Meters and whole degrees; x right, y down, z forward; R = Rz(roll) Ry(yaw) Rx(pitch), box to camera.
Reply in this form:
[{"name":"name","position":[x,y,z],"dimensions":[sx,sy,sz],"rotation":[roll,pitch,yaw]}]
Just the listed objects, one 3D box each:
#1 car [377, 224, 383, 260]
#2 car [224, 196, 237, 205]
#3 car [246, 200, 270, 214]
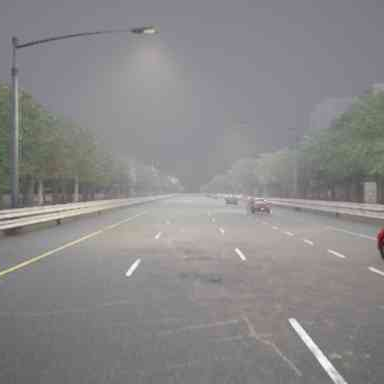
[{"name":"car","position":[7.001,1.222,8.292],"dimensions":[2.150,2.045,5.566],"rotation":[0,0,0]},{"name":"car","position":[7.018,1.507,60.363],"dimensions":[2.128,1.511,4.902],"rotation":[0,0,0]},{"name":"car","position":[7.005,1.535,35.427],"dimensions":[1.812,1.442,4.674],"rotation":[0,0,0]}]
